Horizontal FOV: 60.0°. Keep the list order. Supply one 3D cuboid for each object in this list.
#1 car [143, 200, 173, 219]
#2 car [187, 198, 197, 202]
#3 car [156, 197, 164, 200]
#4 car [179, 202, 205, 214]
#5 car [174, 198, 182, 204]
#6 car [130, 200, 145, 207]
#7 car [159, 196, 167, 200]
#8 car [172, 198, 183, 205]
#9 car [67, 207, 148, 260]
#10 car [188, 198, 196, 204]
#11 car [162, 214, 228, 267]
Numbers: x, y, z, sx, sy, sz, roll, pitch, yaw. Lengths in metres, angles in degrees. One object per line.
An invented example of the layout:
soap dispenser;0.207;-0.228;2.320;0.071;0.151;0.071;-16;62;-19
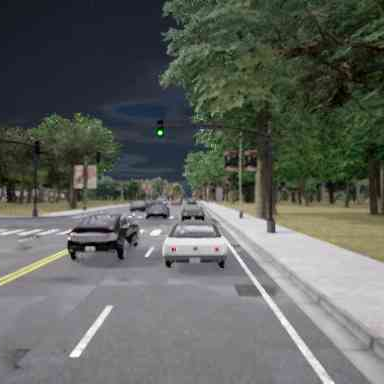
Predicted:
car;-3.175;1.777;31.880;1.994;1.385;4.181;0;-1;0
car;-0.057;1.996;70.750;2.097;1.767;4.553;0;-1;0
car;-6.600;2.049;57.856;1.994;1.385;4.181;0;-1;0
car;0.077;1.782;28.440;1.895;1.301;4.718;0;-1;0
car;-3.315;2.156;80.817;1.812;1.442;4.674;0;-1;0
car;-6.624;1.792;41.994;1.882;1.535;5.008;0;0;0
car;-6.559;1.896;73.159;2.150;2.045;5.566;0;-1;0
car;-3.307;2.196;70.807;1.994;1.385;4.181;0;-1;0
car;-3.176;1.555;12.722;2.128;1.511;4.902;0;0;0
car;-0.065;2.184;80.819;1.994;1.385;4.181;0;-1;0
car;0.091;1.658;11.617;1.895;1.301;4.718;0;0;0
